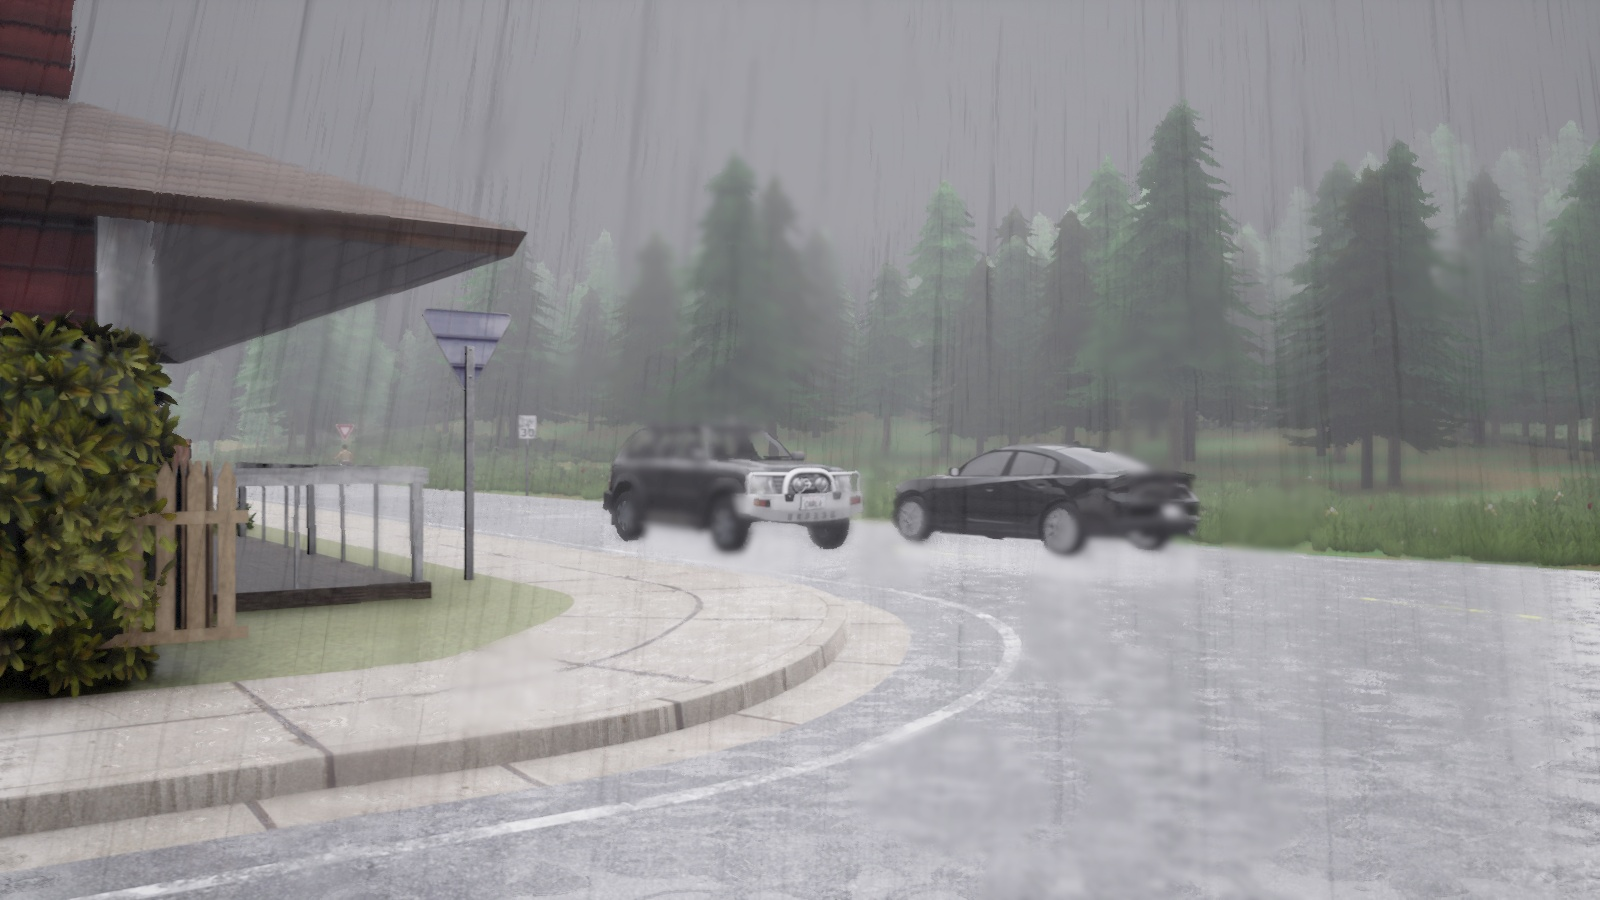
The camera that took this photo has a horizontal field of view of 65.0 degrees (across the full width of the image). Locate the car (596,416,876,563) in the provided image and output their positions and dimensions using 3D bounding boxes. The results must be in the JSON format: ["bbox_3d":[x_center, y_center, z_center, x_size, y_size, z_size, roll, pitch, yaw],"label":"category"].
[{"bbox_3d":[-1.080,0.474,18.338,1.932,1.855,4.605,0,1,-35],"label":"car"}]

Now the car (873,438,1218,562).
[{"bbox_3d":[3.345,0.632,18.174,1.882,1.535,5.008,0,0,-35],"label":"car"}]
